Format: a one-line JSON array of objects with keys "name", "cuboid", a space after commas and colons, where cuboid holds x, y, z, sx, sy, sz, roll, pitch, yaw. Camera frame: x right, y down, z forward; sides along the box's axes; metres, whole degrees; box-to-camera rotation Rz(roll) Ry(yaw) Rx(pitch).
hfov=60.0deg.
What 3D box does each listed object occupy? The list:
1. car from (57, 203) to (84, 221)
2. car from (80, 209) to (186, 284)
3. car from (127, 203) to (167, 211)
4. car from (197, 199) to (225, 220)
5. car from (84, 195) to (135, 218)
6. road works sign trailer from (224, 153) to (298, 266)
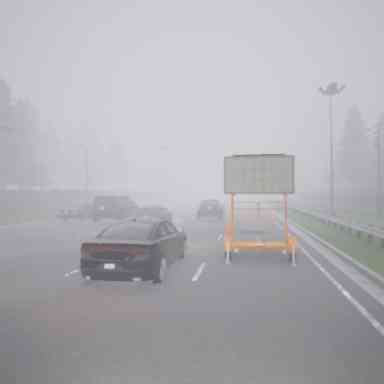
[{"name": "car", "cuboid": [-9.113, 1.607, 27.745, 2.033, 1.411, 5.357, 0, 0, 9]}, {"name": "car", "cuboid": [-1.416, 1.494, 9.792, 1.882, 1.535, 5.008, 0, 0, 9]}, {"name": "car", "cuboid": [-2.714, 1.601, 23.508, 1.994, 1.385, 4.181, 0, 0, 9]}, {"name": "car", "cuboid": [1.754, 1.384, 29.133, 2.097, 1.767, 4.553, 0, 0, 9]}, {"name": "car", "cuboid": [-5.870, 1.272, 25.903, 2.150, 2.045, 5.566, 0, 0, 9]}, {"name": "road works sign trailer", "cuboid": [2.331, 0.473, 11.650, 2.380, 3.560, 2.880, 0, 0, 9]}]
